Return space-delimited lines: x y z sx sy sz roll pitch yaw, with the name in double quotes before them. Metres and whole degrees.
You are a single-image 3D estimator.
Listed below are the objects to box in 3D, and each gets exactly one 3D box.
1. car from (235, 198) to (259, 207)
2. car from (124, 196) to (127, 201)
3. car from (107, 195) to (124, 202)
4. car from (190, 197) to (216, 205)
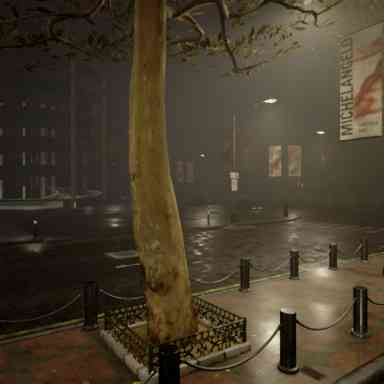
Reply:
"car" 8.013 1.564 49.576 1.994 1.385 4.181 0 0 -36
"car" -18.068 1.464 80.764 4.674 1.442 1.812 0 0 12
"car" -19.027 1.474 77.398 4.674 1.442 1.812 0 0 12
"car" 1.861 1.547 58.039 2.033 1.411 5.357 0 0 -38
